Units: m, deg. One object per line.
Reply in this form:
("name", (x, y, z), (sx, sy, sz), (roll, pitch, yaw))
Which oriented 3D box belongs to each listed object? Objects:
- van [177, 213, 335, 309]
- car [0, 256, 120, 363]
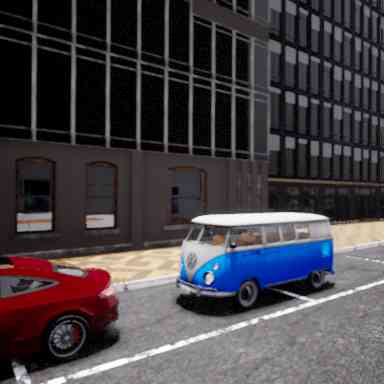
("van", (1.592, 1.393, 7.695), (3.998, 1.788, 1.690), (1, 0, -35))
("car", (-3.049, 1.581, 4.384), (4.206, 1.307, 1.802), (1, 0, -35))
